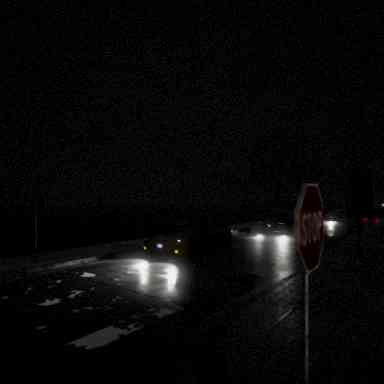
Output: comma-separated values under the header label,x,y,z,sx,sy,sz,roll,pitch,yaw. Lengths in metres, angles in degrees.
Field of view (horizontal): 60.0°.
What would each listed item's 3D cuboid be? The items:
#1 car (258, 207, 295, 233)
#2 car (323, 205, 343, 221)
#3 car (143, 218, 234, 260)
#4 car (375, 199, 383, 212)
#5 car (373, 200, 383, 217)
label,x,y,z,sx,sy,sz,roll,pitch,yaw
car,5.993,1.792,21.850,1.837,1.490,4.892,-1,-1,35
car,13.144,1.986,32.026,1.994,1.385,4.181,-1,-1,36
car,0.003,1.733,13.301,1.994,1.385,4.181,-1,-1,35
car,27.875,1.978,47.955,2.097,1.767,4.553,-1,-1,35
car,20.690,1.984,37.699,2.128,1.511,4.902,-1,-1,35
